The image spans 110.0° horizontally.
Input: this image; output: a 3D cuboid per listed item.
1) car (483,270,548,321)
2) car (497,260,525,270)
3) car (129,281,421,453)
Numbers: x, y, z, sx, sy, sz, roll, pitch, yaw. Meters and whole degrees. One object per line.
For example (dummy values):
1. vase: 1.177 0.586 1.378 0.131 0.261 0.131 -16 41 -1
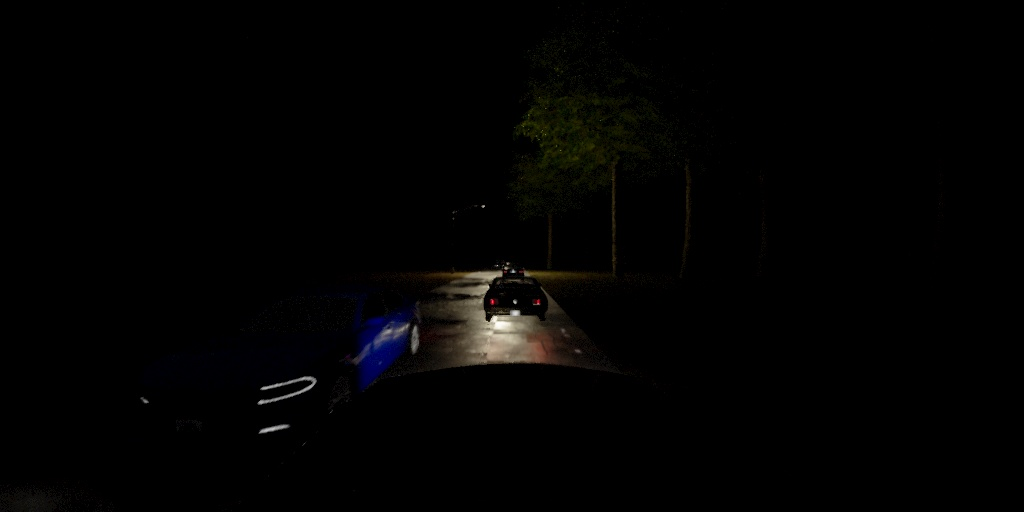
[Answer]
1. car: 0.096 1.332 12.402 1.895 1.301 4.718 0 0 0
2. car: 0.091 1.272 30.253 2.033 1.411 5.357 0 0 0
3. car: -2.851 1.219 5.660 1.882 1.535 5.008 0 0 0
